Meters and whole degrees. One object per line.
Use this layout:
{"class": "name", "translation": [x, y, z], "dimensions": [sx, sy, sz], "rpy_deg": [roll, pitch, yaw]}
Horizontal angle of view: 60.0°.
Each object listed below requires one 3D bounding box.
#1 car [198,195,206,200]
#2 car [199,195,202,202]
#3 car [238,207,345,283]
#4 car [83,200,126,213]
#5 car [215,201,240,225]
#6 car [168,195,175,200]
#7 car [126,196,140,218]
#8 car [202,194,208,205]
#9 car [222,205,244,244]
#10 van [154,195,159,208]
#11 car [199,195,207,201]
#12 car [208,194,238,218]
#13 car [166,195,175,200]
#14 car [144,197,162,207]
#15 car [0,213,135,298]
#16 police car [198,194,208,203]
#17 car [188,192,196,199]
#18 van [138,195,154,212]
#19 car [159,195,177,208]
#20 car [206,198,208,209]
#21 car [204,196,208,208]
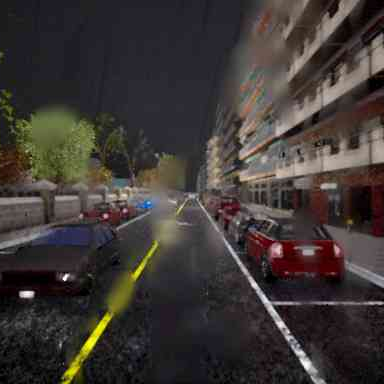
{"class": "car", "translation": [2.685, 1.455, 88.460], "dimensions": [1.887, 1.381, 4.507], "rpy_deg": [0, 0, 0]}
{"class": "car", "translation": [2.688, 1.236, 54.676], "dimensions": [2.192, 1.841, 5.009], "rpy_deg": [0, 0, 0]}
{"class": "car", "translation": [2.692, 1.420, 9.636], "dimensions": [1.967, 1.590, 4.097], "rpy_deg": [0, 0, 0]}
{"class": "car", "translation": [-5.690, 1.400, 20.896], "dimensions": [1.967, 1.590, 4.097], "rpy_deg": [0, 0, 0]}
{"class": "car", "translation": [2.691, 1.504, 20.896], "dimensions": [1.887, 1.381, 4.507], "rpy_deg": [0, 0, 0]}
{"class": "car", "translation": [-5.697, 1.490, 94.090], "dimensions": [1.802, 1.307, 4.206], "rpy_deg": [0, 0, 0]}
{"class": "car", "translation": [-5.690, 1.390, 26.526], "dimensions": [1.967, 1.590, 4.097], "rpy_deg": [0, 0, 0]}
{"class": "car", "translation": [2.689, 1.369, 43.416], "dimensions": [1.967, 1.590, 4.097], "rpy_deg": [0, 0, 0]}
{"class": "car", "translation": [2.691, 1.520, 15.266], "dimensions": [2.008, 1.369, 4.403], "rpy_deg": [0, 0, 0]}
{"class": "van", "translation": [-5.691, 1.270, 43.415], "dimensions": [1.690, 1.788, 3.998], "rpy_deg": [0, 0, 0]}
{"class": "car", "translation": [2.685, 1.462, 82.829], "dimensions": [2.008, 1.369, 4.403], "rpy_deg": [0, 0, 0]}
{"class": "car", "translation": [2.691, 1.265, 26.526], "dimensions": [2.192, 1.841, 5.009], "rpy_deg": [0, 0, 0]}
{"class": "car", "translation": [-5.696, 1.476, 88.460], "dimensions": [1.947, 1.339, 4.313], "rpy_deg": [0, 0, 0]}
{"class": "car", "translation": [-5.692, 1.475, 49.046], "dimensions": [2.008, 1.369, 4.403], "rpy_deg": [0, 0, 0]}
{"class": "car", "translation": [-3.089, 1.529, 8.897], "dimensions": [2.033, 1.411, 5.357], "rpy_deg": [0, 0, 0]}
{"class": "police car", "translation": [2.361, 1.340, 70.497], "dimensions": [1.930, 1.638, 5.238], "rpy_deg": [0, 0, 0]}
{"class": "car", "translation": [-0.005, 1.248, 89.754], "dimensions": [1.812, 1.442, 4.674], "rpy_deg": [0, 0, 0]}
{"class": "van", "translation": [-5.691, 1.276, 37.786], "dimensions": [1.690, 1.788, 3.998], "rpy_deg": [0, 0, 0]}
{"class": "car", "translation": [-3.086, 1.527, 46.343], "dimensions": [1.895, 1.301, 4.718], "rpy_deg": [0, 0, 0]}
{"class": "car", "translation": [2.689, 1.492, 32.157], "dimensions": [2.008, 1.369, 4.403], "rpy_deg": [0, 0, 0]}
{"class": "car", "translation": [2.689, 1.479, 37.787], "dimensions": [1.887, 1.381, 4.507], "rpy_deg": [0, 0, 0]}
